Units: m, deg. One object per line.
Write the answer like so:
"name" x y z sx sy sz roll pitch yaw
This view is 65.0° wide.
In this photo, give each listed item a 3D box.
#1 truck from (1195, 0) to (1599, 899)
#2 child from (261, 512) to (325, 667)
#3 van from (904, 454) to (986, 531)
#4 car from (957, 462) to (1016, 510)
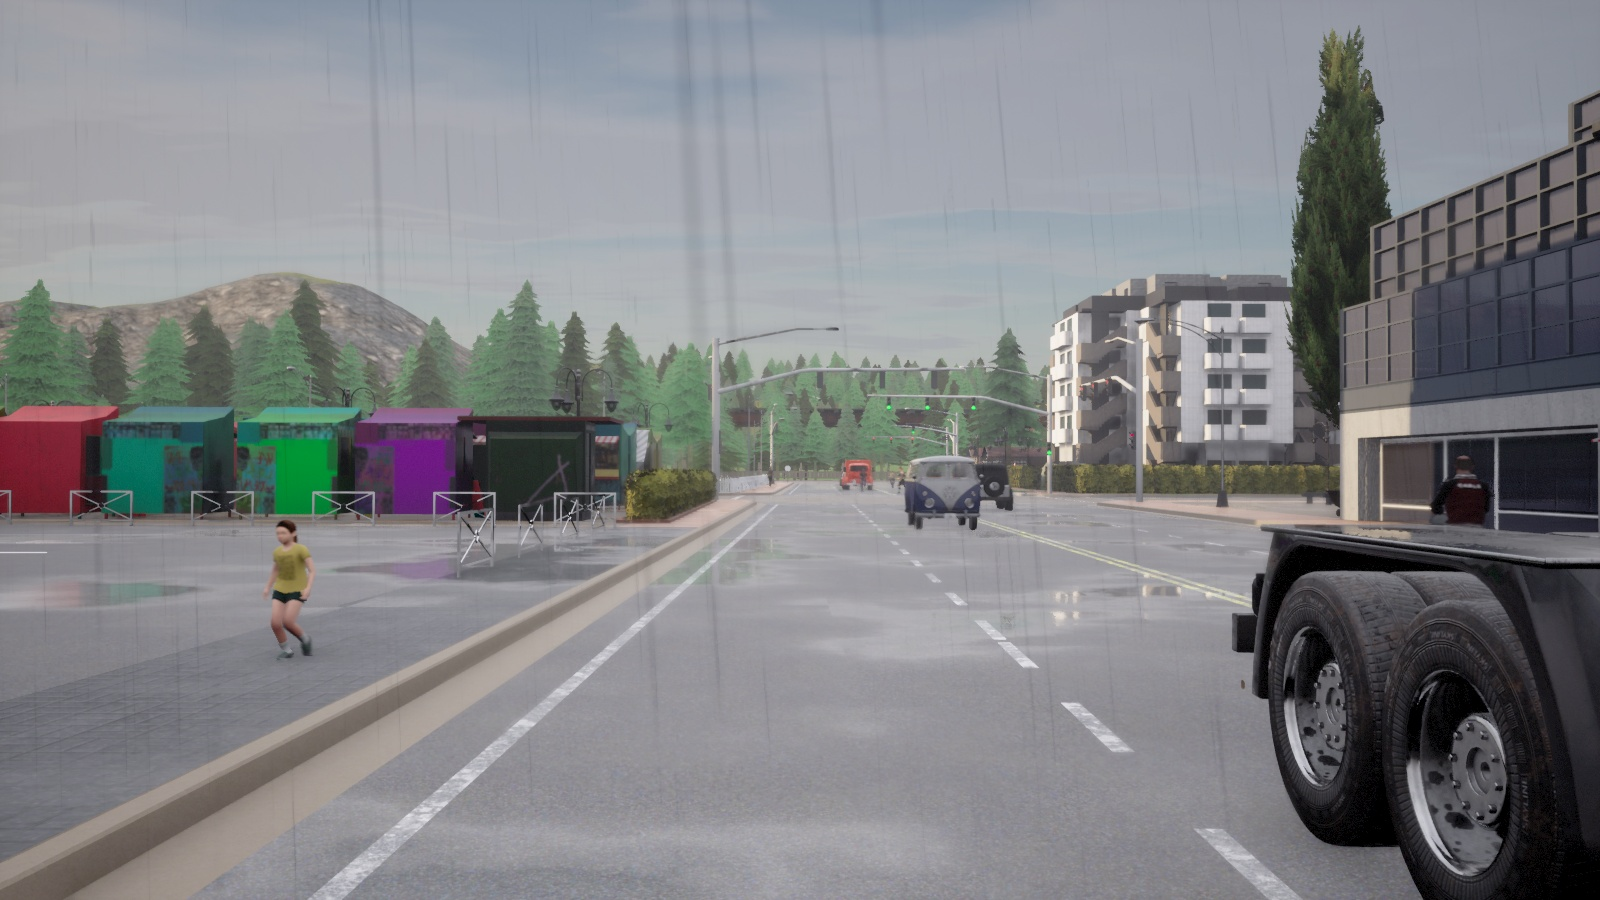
"truck" 3.522 -0.137 2.678 2.891 3.462 7.936 0 -1 1
"child" -3.780 1.025 9.375 0.255 1.110 0.394 0 -1 15
"van" 3.920 1.132 34.622 1.775 1.987 4.442 0 -1 1
"car" 7.640 1.448 51.733 1.905 1.878 3.866 0 -1 1
